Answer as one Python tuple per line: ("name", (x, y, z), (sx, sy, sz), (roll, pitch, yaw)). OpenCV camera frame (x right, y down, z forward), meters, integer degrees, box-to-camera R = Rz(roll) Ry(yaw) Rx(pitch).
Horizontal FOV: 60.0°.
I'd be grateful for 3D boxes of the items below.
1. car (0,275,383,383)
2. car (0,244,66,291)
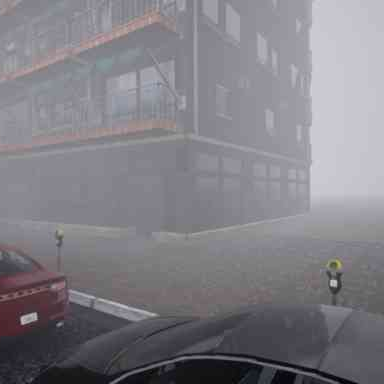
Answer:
("car", (0.611, 1.566, 2.439), (4.313, 1.339, 1.947), (0, 0, 35))
("car", (-3.978, 1.545, 5.712), (4.507, 1.381, 1.887), (0, 0, 35))
